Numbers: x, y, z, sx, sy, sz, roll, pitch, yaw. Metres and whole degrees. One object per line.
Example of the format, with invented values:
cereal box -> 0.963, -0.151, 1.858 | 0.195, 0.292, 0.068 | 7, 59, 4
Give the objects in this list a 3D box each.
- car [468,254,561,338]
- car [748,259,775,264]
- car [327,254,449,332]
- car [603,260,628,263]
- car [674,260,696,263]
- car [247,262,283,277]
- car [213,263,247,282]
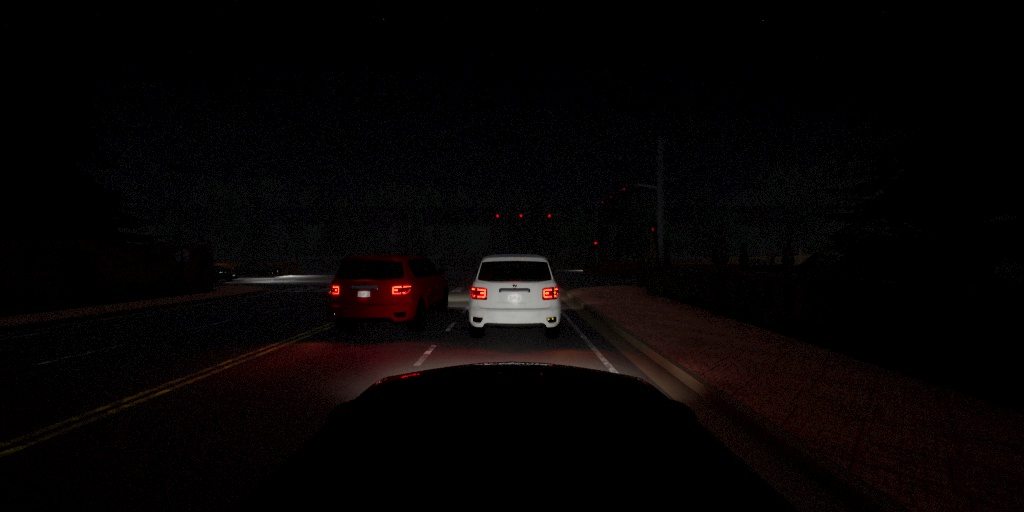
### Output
car -> 0.081, 0.971, 10.303 | 2.150, 2.045, 5.566 | 0, 0, 1
car -> 33.207, 1.221, 48.938 | 4.892, 1.490, 1.837 | -1, 0, 0
car -> -3.419, 0.971, 10.985 | 2.150, 2.045, 5.566 | 0, 0, 0
car -> 13.593, 1.255, 49.039 | 4.892, 1.490, 1.837 | 0, 0, 0
car -> 23.361, 1.297, 48.978 | 5.357, 1.411, 2.033 | 0, 0, 0
car -> -24.933, 1.314, 35.104 | 4.181, 1.385, 1.994 | 0, 0, 0
car -> -24.214, 1.240, 28.085 | 4.902, 1.511, 2.128 | 0, 0, 1
